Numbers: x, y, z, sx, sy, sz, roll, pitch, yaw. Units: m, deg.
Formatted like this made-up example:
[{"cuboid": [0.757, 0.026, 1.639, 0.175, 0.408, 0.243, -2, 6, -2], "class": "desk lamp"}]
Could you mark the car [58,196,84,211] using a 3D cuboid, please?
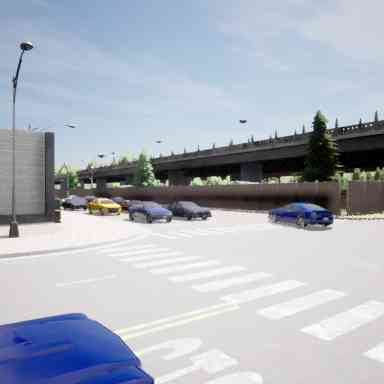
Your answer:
[{"cuboid": [-14.294, 1.492, 40.480, 2.033, 1.411, 5.357, 0, 0, -35], "class": "car"}]

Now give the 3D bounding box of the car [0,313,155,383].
[{"cuboid": [-2.530, 1.601, 1.971, 4.718, 1.301, 1.895, 0, 0, -36], "class": "car"}]

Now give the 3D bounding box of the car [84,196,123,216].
[{"cuboid": [-8.597, 1.422, 32.501, 1.882, 1.535, 5.008, 0, 0, -36], "class": "car"}]

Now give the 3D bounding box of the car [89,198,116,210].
[{"cuboid": [-11.454, 1.470, 42.542, 1.812, 1.442, 4.674, 0, 0, -36], "class": "car"}]

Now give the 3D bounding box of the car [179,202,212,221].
[{"cuboid": [-0.629, 1.492, 27.367, 2.033, 1.411, 5.357, 0, 0, -36], "class": "car"}]

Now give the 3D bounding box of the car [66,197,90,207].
[{"cuboid": [-17.486, 1.492, 50.986, 2.033, 1.411, 5.357, 0, 0, -35], "class": "car"}]

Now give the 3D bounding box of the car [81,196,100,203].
[{"cuboid": [-20.746, 1.488, 67.792, 2.033, 1.411, 5.357, 0, 0, -36], "class": "car"}]

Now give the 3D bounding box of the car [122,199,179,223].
[{"cuboid": [-3.231, 1.470, 24.996, 1.812, 1.442, 4.674, 0, 0, -36], "class": "car"}]

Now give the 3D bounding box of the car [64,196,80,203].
[{"cuboid": [-23.772, 1.469, 65.932, 1.812, 1.442, 4.674, 0, 0, -36], "class": "car"}]

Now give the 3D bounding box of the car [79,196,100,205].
[{"cuboid": [-17.845, 1.422, 57.813, 1.882, 1.535, 5.008, 0, 0, -36], "class": "car"}]

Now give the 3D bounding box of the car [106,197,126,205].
[{"cuboid": [-13.065, 1.508, 57.146, 1.994, 1.385, 4.181, 0, 0, -36], "class": "car"}]

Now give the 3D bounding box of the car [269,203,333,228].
[{"cuboid": [7.109, 1.464, 22.257, 1.882, 1.535, 5.008, 1, 0, -22], "class": "car"}]

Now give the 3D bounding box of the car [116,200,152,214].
[{"cuboid": [-6.199, 1.545, 35.169, 1.895, 1.301, 4.718, 0, 0, -36], "class": "car"}]
